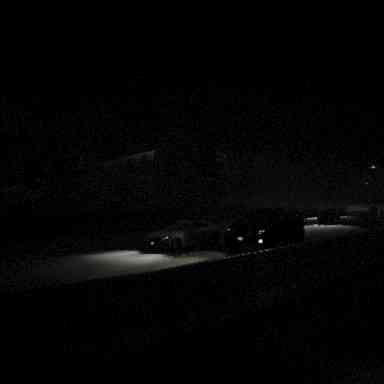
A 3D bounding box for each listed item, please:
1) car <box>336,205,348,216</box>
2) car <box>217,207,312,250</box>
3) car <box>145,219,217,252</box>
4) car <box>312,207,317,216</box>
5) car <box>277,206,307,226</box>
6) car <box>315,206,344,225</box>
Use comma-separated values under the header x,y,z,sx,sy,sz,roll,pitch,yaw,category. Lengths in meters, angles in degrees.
x,y,z,sx,sy,sz,roll,pitch,yaw,category
23.144,2.812,51.805,2.097,1.767,4.553,-2,-2,27,car
3.918,1.799,17.136,2.150,2.045,5.566,-2,-3,39,car
-0.318,2.212,17.660,1.812,1.442,4.674,-3,-3,43,car
18.051,3.010,49.493,1.812,1.442,4.674,-2,-2,27,car
10.477,2.440,34.612,2.097,1.767,4.553,-2,-2,27,car
14.156,2.497,34.108,1.837,1.490,4.892,-2,-3,27,car
